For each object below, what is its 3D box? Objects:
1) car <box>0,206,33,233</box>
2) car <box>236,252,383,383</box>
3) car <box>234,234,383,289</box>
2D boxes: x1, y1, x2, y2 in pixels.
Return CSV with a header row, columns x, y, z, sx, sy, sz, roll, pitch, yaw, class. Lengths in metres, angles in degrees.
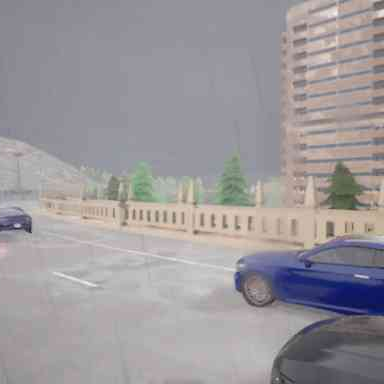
x,y,z,sx,sy,sz,roll,pitch,yaw,class
-10.238,1.499,18.303,1.812,1.442,4.674,0,0,-42,car
2.895,1.512,1.972,4.892,1.490,1.837,0,0,36,car
3.035,1.535,6.218,4.674,1.442,1.812,0,0,37,car
